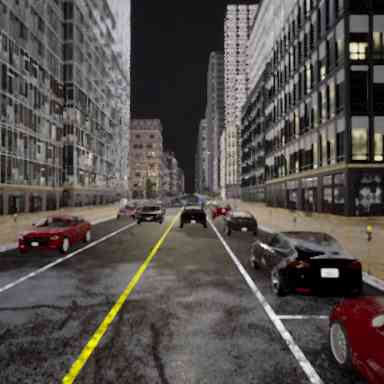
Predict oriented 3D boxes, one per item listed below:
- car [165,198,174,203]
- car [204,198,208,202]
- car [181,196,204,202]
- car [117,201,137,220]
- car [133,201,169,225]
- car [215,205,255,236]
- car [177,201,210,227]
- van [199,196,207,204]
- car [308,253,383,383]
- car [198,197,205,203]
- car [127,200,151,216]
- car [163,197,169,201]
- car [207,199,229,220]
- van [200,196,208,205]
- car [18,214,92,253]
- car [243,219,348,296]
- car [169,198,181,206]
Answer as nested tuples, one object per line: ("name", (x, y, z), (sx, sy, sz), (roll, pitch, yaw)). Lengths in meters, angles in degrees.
("car", (-5.717, 2.140, 86.214), (1.947, 1.339, 4.313), (1, 0, 0))
("car", (2.680, 1.889, 47.174), (2.008, 1.369, 4.403), (1, 0, 0))
("car", (0.085, 1.650, 41.129), (2.097, 1.767, 4.553), (0, 0, 0))
("car", (-5.694, 1.809, 30.471), (1.802, 1.307, 4.206), (1, 0, 0))
("car", (-3.108, 1.700, 25.955), (1.837, 1.490, 4.892), (0, 0, 0))
("car", (2.692, 1.699, 19.288), (2.008, 1.369, 4.403), (1, 0, 0))
("car", (0.092, 1.689, 24.206), (1.837, 1.490, 4.892), (0, 0, 0))
("van", (2.669, 1.884, 80.636), (1.690, 1.788, 3.998), (1, 0, 0))
("car", (2.699, 1.606, 2.916), (1.802, 1.307, 4.206), (1, 0, 0))
("car", (2.661, 2.150, 91.788), (1.887, 1.381, 4.507), (1, 0, 0))
("car", (-5.694, 1.705, 36.045), (1.967, 1.590, 4.097), (1, 0, 0))
("car", (-5.711, 1.951, 75.066), (1.967, 1.590, 4.097), (1, 0, 0))
("car", (2.689, 1.667, 30.444), (1.967, 1.590, 4.097), (1, 0, 0))
("van", (2.671, 1.852, 75.060), (1.690, 1.788, 3.998), (1, 0, 0))
("car", (-5.686, 1.656, 14.291), (1.887, 1.381, 4.507), (1, 0, 0))
("car", (2.696, 1.634, 8.590), (1.947, 1.339, 4.313), (1, 0, 0))
("car", (-3.032, 1.966, 66.729), (1.837, 1.490, 4.892), (0, 0, 0))
